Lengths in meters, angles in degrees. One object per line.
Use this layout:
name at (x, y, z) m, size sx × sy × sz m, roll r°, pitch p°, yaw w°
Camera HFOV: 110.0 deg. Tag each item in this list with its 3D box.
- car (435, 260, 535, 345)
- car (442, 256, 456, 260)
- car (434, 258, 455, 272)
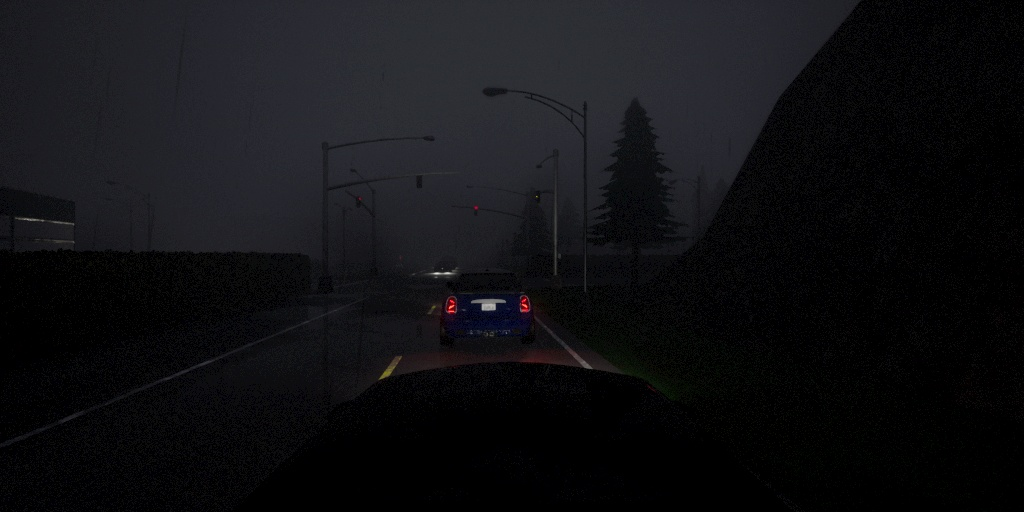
car at (-0.729, 1.102, 9.727) m, size 2.097 × 1.767 × 4.553 m, roll 0°, pitch 0°, yaw -6°
car at (-9.650, 0.971, 54.196) m, size 2.150 × 2.045 × 5.566 m, roll 0°, pitch 0°, yaw -7°
car at (-8.549, 1.314, 44.807) m, size 1.994 × 1.385 × 4.181 m, roll 0°, pitch 0°, yaw -7°
